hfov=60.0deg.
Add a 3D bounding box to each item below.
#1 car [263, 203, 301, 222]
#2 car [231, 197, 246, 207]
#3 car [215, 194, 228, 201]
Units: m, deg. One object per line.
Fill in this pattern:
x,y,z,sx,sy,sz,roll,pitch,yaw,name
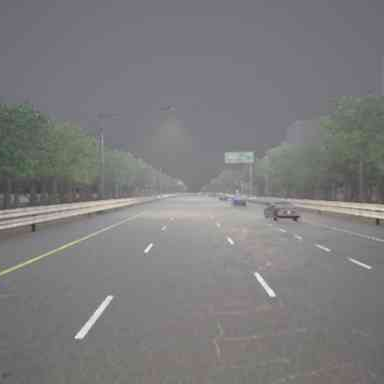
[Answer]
7.054,1.546,26.622,2.033,1.411,5.357,0,0,0,car
7.174,1.485,51.716,1.882,1.535,5.008,0,0,0,car
7.382,1.312,80.287,2.097,1.767,4.553,0,0,0,car
